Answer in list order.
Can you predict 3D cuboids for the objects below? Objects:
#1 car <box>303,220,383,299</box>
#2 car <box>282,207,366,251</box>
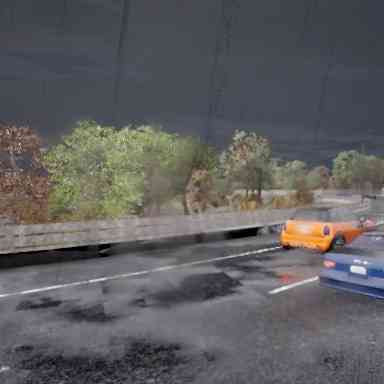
[{"bbox_3d":[5.141,1.546,8.048,5.357,1.411,2.033,0,0,-40],"label":"car"},{"bbox_3d":[5.518,1.359,13.093,4.553,1.767,2.097,0,0,-42],"label":"car"}]
